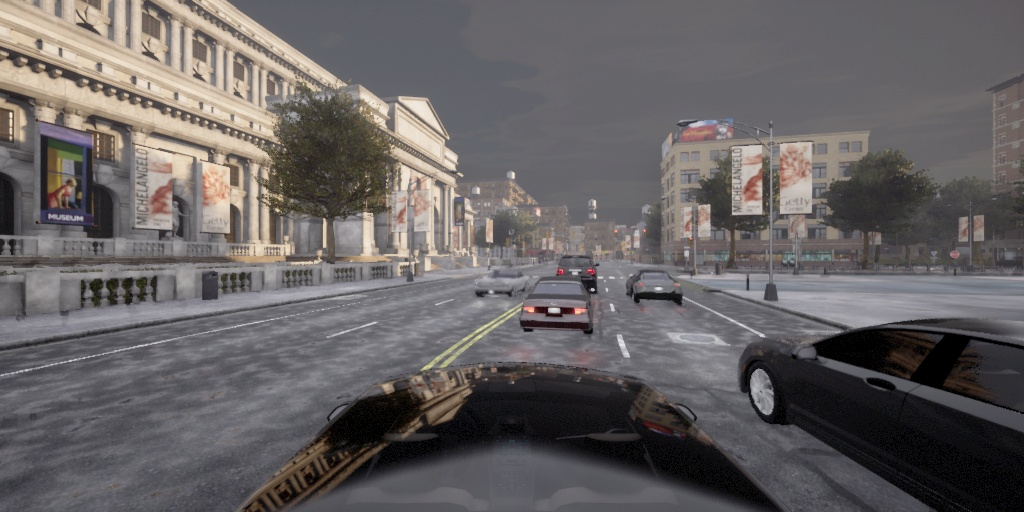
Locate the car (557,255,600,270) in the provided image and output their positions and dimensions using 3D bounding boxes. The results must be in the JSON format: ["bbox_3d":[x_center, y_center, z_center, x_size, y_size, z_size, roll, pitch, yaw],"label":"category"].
[{"bbox_3d":[3.801,0.971,20.677,2.150,2.045,5.566,0,0,13],"label":"car"}]

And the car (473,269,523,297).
[{"bbox_3d":[-0.434,1.351,18.647,1.895,1.301,4.718,0,0,14],"label":"car"}]

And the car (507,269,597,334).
[{"bbox_3d":[1.463,1.297,10.700,2.033,1.411,5.357,0,0,11],"label":"car"}]

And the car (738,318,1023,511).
[{"bbox_3d":[3.848,1.253,2.809,1.837,1.490,4.892,0,0,3],"label":"car"}]

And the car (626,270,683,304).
[{"bbox_3d":[6.469,1.314,16.642,1.994,1.385,4.181,0,0,13],"label":"car"}]
